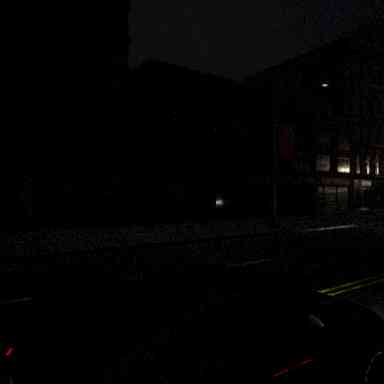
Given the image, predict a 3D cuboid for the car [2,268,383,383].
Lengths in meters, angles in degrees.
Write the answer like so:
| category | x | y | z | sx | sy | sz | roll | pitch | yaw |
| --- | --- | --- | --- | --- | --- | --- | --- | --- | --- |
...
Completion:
| category | x | y | z | sx | sy | sz | roll | pitch | yaw |
| --- | --- | --- | --- | --- | --- | --- | --- | --- | --- |
| car | 0.333 | 1.563 | 3.532 | 4.181 | 1.385 | 1.994 | 0 | 0 | -34 |
